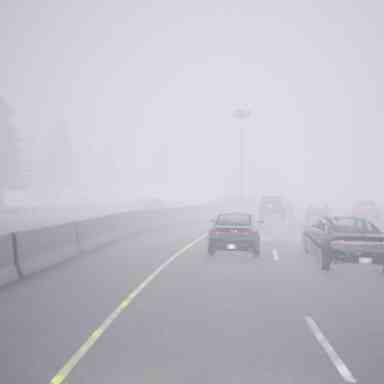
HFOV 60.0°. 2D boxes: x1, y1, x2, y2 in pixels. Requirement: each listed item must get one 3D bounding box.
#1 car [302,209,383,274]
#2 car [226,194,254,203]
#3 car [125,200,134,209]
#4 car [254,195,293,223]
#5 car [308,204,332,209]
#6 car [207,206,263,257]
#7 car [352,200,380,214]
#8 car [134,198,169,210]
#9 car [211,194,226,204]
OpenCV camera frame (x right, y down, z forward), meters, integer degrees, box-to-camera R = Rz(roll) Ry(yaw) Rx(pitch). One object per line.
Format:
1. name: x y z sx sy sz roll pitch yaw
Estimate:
1. car: 4.843 1.537 10.870 2.128 1.511 4.902 0 0 10
2. car: 7.920 1.359 50.081 2.150 2.045 5.566 0 0 37
3. car: -7.234 1.529 46.493 1.882 1.535 5.008 0 0 32
4. car: 7.621 1.318 29.947 2.150 2.045 5.566 0 0 26
5. car: 11.395 1.716 29.639 1.895 1.301 4.718 0 0 28
6. car: 1.787 1.540 13.304 1.837 1.490 4.892 0 0 12
7. car: 15.831 1.492 30.273 2.097 1.767 4.553 0 0 30
8. car: -4.904 1.564 43.565 1.837 1.490 4.892 0 -1 31
9. car: 5.246 1.350 52.340 2.150 2.045 5.566 0 0 37
